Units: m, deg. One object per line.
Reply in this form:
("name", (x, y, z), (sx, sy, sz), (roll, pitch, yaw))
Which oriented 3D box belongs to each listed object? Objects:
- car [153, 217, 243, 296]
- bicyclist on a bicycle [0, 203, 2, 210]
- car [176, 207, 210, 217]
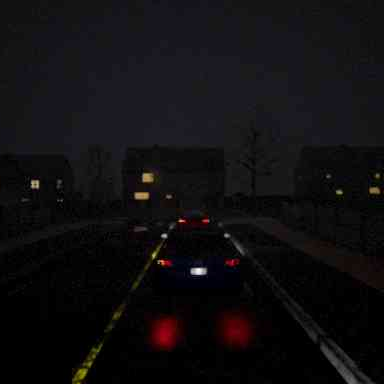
("car", (0.105, 1.592, 8.779), (1.994, 1.385, 4.181), (0, 0, -1))
("bicyclist on a bicycle", (-20.161, 1.801, 34.923), (0.582, 1.620, 1.656), (-1, 1, 0))
("car", (0.063, 1.594, 18.709), (1.812, 1.442, 4.674), (0, 0, -1))
